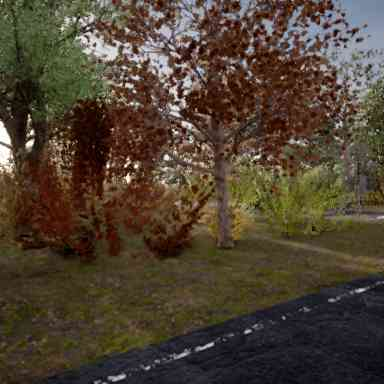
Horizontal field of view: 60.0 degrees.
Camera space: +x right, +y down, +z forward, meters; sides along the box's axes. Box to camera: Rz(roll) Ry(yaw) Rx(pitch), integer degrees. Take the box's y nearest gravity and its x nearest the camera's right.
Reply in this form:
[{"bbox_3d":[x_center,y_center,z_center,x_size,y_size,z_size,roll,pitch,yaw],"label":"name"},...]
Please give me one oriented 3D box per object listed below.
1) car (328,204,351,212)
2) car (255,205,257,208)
[{"bbox_3d":[11.447,0.885,29.419,1.837,1.490,4.892,-2,2,-35],"label":"car"},{"bbox_3d":[6.816,0.767,30.816,2.097,1.767,4.553,-2,2,-36],"label":"car"}]
